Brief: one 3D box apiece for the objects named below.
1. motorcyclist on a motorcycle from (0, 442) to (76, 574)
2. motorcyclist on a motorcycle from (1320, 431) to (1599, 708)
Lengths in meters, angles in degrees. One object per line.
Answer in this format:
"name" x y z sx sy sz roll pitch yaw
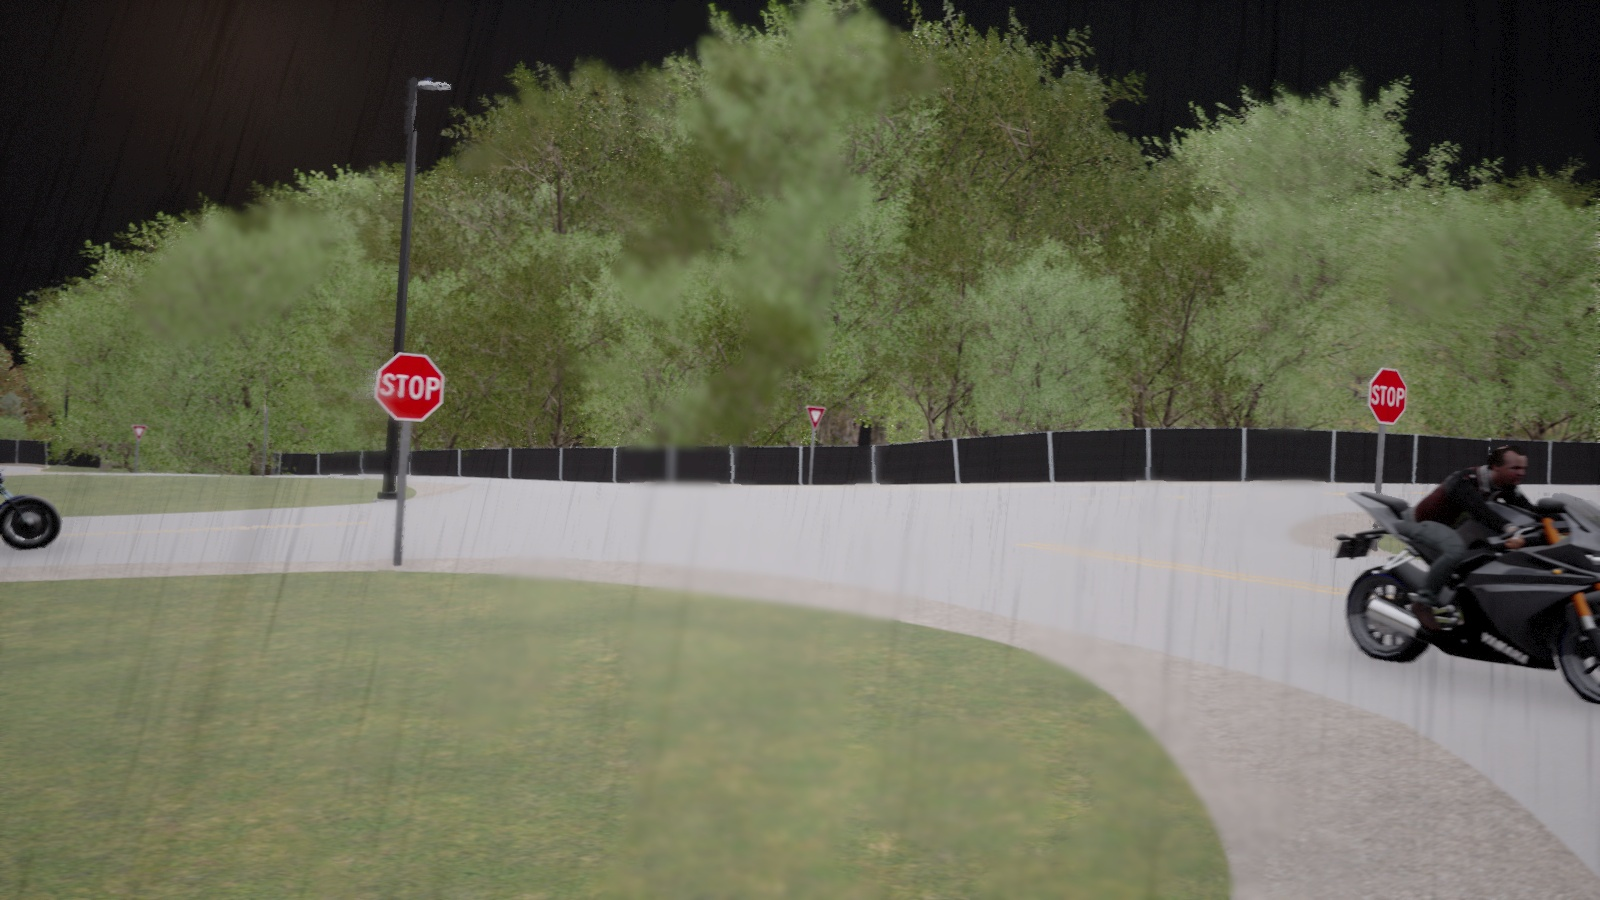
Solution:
"motorcyclist on a motorcycle" -10.718 0.753 16.106 2.350 1.649 0.766 -2 2 -23
"motorcyclist on a motorcycle" 4.474 0.655 7.931 0.866 1.530 2.191 -1 1 -24
